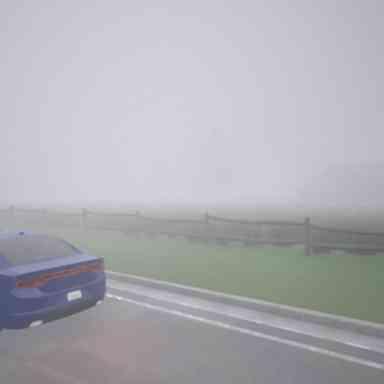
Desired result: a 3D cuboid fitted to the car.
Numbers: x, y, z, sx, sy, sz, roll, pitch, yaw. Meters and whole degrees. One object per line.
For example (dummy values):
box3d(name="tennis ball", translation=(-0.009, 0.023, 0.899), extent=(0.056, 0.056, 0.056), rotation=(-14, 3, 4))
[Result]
box3d(name="car", translation=(-3.900, 1.515, 6.776), extent=(5.008, 1.535, 1.882), rotation=(0, 0, 36))
